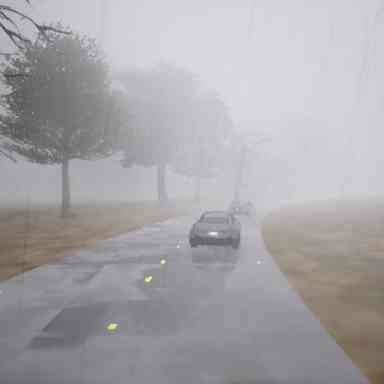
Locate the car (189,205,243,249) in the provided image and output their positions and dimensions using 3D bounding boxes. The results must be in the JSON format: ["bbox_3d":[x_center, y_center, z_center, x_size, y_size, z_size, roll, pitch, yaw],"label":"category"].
[{"bbox_3d":[1.088,1.504,14.340,1.994,1.385,4.181,0,0,8],"label":"car"}]

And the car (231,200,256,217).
[{"bbox_3d":[4.335,1.374,28.742,2.033,1.411,5.357,0,0,17],"label":"car"}]

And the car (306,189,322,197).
[{"bbox_3d":[26.190,0.238,71.369,1.837,1.490,4.892,0,2,43],"label":"car"}]
